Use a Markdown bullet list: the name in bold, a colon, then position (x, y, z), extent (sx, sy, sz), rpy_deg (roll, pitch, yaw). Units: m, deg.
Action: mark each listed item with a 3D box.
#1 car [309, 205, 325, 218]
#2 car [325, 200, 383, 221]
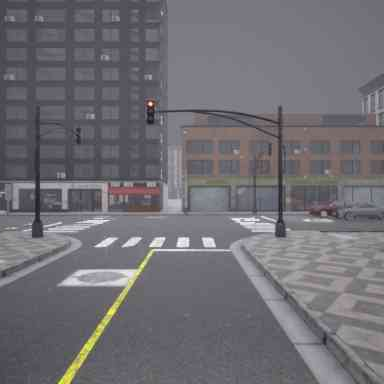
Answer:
- **car**: position (13.143, 1.490, 29.906), extent (5.008, 1.535, 1.882), rpy_deg (0, 0, 1)
- **car**: position (13.399, 1.550, 26.653), extent (4.181, 1.385, 1.994), rpy_deg (0, 0, 0)
